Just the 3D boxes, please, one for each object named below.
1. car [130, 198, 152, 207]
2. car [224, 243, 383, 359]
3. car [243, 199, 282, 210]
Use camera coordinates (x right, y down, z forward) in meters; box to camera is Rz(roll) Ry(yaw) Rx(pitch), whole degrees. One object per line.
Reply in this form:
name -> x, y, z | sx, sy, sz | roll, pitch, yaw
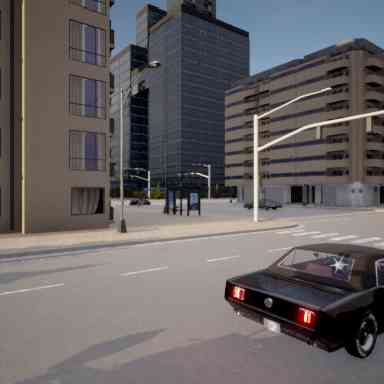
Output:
car -> -8.323, 1.619, 54.166 | 1.994, 1.385, 4.181 | 0, 0, -39
car -> 2.922, 1.601, 6.009 | 4.718, 1.301, 1.895 | 0, 0, -36
car -> 9.133, 1.603, 43.266 | 2.033, 1.411, 5.357 | 0, 0, -38
